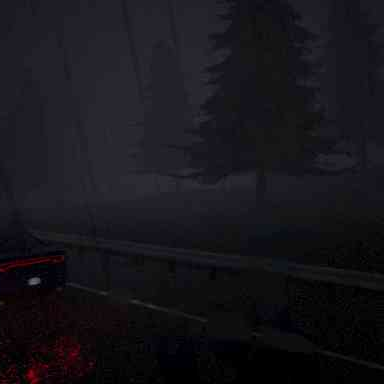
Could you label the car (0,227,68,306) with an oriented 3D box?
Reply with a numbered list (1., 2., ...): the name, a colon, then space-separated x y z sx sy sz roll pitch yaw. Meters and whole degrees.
1. car: -4.934 1.548 7.768 5.008 1.535 1.882 -1 0 37
